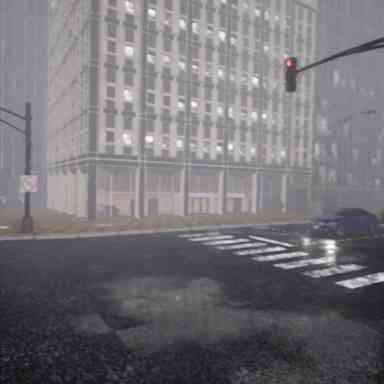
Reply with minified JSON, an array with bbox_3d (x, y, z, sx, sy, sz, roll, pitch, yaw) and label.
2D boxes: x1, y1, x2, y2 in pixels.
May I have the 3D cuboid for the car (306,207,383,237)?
[{"bbox_3d":[8.380,1.547,18.339,4.674,1.442,1.812,0,2,-31],"label":"car"}]

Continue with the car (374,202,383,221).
[{"bbox_3d":[16.585,1.549,26.197,4.403,1.369,2.008,0,2,-31],"label":"car"}]
